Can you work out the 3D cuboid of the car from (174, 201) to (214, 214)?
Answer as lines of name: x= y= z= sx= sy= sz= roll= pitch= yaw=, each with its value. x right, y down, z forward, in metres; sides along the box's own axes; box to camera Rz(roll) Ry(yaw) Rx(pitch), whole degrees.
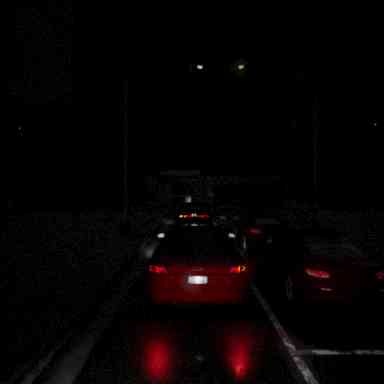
car: x=0.095 y=1.268 z=17.729 sx=1.837 sy=1.490 sz=4.892 roll=0 pitch=1 yaw=0

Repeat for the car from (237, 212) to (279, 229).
car: x=2.678 y=1.409 z=12.894 sx=1.802 sy=1.307 sz=4.206 roll=1 pitch=1 yaw=0

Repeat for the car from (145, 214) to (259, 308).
car: x=0.107 y=1.459 z=7.746 sx=1.994 sy=1.385 sz=4.181 roll=0 pitch=1 yaw=0

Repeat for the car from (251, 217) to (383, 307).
car: x=2.667 y=1.480 z=7.456 sx=1.802 sy=1.307 sz=4.206 roll=1 pitch=1 yaw=0

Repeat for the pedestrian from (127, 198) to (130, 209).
pedestrian: x=-6.753 y=1.200 z=34.987 sx=0.500 sy=1.100 sz=0.500 roll=0 pitch=0 yaw=0
